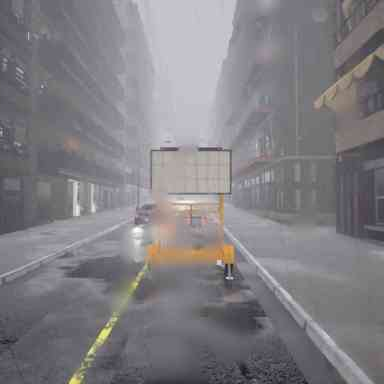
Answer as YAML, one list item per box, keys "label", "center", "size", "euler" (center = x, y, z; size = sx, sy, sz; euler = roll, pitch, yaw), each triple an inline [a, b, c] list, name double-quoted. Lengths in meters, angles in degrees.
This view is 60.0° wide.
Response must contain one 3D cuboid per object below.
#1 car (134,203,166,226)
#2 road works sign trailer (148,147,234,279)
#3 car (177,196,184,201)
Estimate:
- label: "car"
  center: [-2.901, 1.539, 23.720]
  size: [1.812, 1.442, 4.674]
  euler: [0, 0, 0]
- label: "road works sign trailer"
  center: [-0.029, 0.470, 10.000]
  size: [2.380, 3.560, 2.880]
  euler: [0, 0, 0]
- label: "car"
  center: [-2.933, 1.660, 86.232]
  size: [1.895, 1.301, 4.718]
  euler: [0, 0, 0]
